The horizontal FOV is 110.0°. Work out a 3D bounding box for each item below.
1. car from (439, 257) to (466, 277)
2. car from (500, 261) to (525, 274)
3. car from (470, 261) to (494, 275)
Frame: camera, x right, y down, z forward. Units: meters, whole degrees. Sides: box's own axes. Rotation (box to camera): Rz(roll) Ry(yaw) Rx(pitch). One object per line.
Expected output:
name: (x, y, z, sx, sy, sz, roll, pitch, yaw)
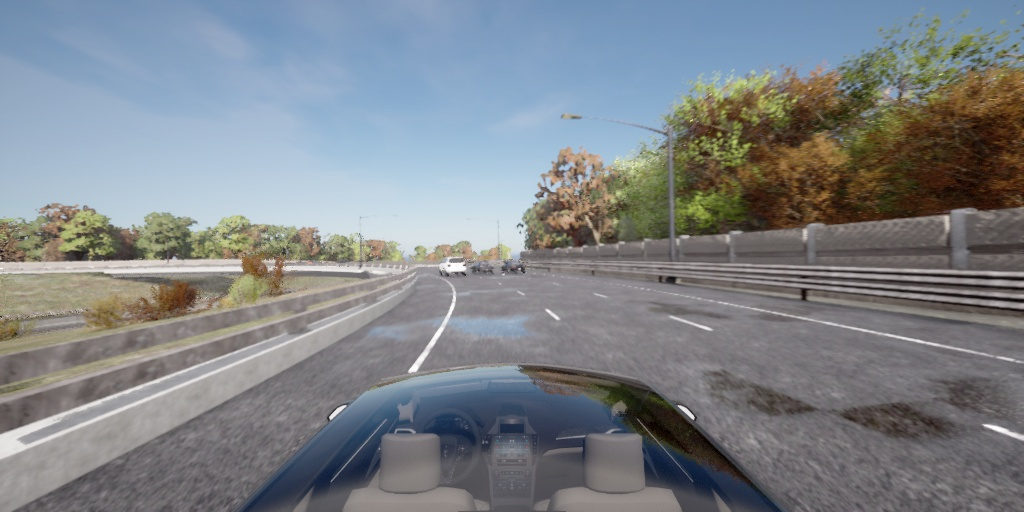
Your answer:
car: (-6.504, 1.110, 39.001, 2.150, 2.045, 5.566, -1, 0, -20)
car: (0.056, 1.279, 41.359, 1.812, 1.442, 4.674, -1, 0, -20)
car: (-3.472, 1.317, 40.888, 2.128, 1.511, 4.902, -1, 0, -20)
